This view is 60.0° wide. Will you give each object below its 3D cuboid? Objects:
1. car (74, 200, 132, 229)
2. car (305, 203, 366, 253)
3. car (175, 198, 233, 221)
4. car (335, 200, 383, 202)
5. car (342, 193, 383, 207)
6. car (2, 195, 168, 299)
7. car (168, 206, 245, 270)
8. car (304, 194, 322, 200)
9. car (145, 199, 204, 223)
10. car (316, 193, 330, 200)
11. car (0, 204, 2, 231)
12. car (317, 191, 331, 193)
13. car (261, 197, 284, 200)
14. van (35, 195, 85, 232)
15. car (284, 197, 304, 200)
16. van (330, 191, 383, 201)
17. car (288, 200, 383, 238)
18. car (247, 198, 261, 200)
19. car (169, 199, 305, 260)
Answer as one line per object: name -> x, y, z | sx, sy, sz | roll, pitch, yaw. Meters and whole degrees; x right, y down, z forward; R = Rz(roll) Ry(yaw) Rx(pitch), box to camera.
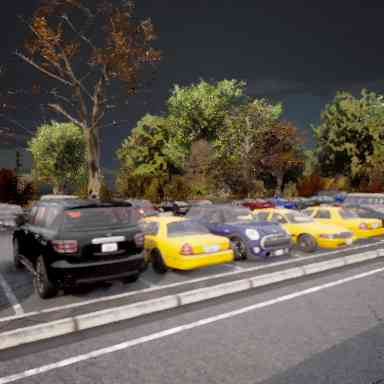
car -> -6.066, 1.399, 22.172 | 2.097, 1.535, 5.008 | -1, 0, -36
car -> 3.819, 1.370, 13.559 | 1.946, 1.575, 5.366 | -1, 0, -36
car -> 0.819, 1.324, 27.106 | 2.097, 1.535, 5.008 | -1, 0, -36
car -> 8.306, 1.364, 17.000 | 2.002, 1.452, 4.674 | -1, 0, -36
car -> 21.617, 0.953, 41.936 | 2.185, 1.767, 4.553 | 0, 0, -36
car -> -3.198, 1.196, 8.793 | 2.435, 2.045, 5.566 | -1, 0, -36
car -> -0.991, 1.420, 10.568 | 1.946, 1.575, 5.366 | -1, 0, -36
car -> 10.105, 1.225, 33.752 | 2.231, 1.521, 4.892 | -1, 0, -36
car -> -1.470, 1.349, 25.453 | 2.097, 1.535, 5.008 | -1, 0, -36
car -> 14.686, 1.173, 37.053 | 2.231, 1.521, 4.892 | -1, 0, -36
car -> -10.555, 1.448, 18.956 | 2.231, 1.521, 4.892 | -1, 0, -36
car -> 16.898, 0.894, 38.597 | 2.435, 2.045, 5.566 | -1, 0, -36
car -> 5.515, 1.274, 30.461 | 2.097, 1.535, 5.008 | -1, 0, -36
van -> -8.324, 1.196, 20.689 | 1.878, 1.987, 4.442 | -1, 0, -36
car -> 7.811, 1.249, 32.106 | 2.097, 1.535, 5.008 | -1, 0, -36
van -> 10.531, 1.073, 18.742 | 1.878, 1.987, 4.442 | -1, 0, -36
car -> 5.899, 1.345, 15.507 | 1.946, 1.575, 5.366 | -1, 0, -36
car -> 3.201, 1.328, 28.843 | 2.163, 1.488, 4.792 | -1, 0, -36
car -> 1.395, 1.272, 12.088 | 2.185, 1.767, 4.553 | -1, 0, -36
